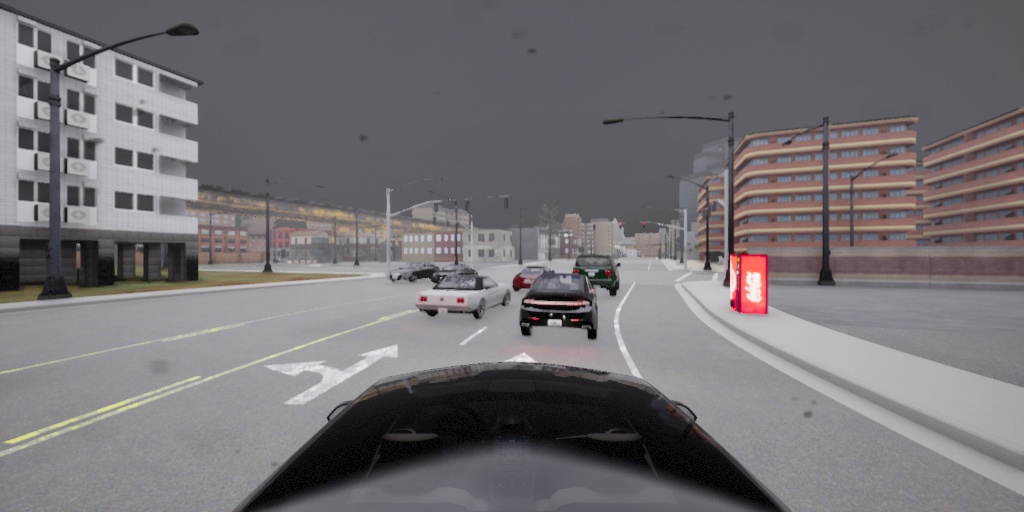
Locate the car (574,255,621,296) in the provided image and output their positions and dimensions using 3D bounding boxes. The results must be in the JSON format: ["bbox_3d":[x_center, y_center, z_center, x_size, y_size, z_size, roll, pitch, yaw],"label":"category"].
[{"bbox_3d":[4.584,0.945,19.356,2.150,2.045,5.566,0,0,19],"label":"car"}]

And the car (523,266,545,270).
[{"bbox_3d":[1.508,1.285,21.069,1.994,1.385,4.181,0,0,20],"label":"car"}]

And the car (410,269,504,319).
[{"bbox_3d":[-1.448,1.335,12.823,1.895,1.301,4.718,0,0,16],"label":"car"}]

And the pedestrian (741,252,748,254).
[{"bbox_3d":[8.062,0.779,12.480,0.375,1.860,0.375,0,0,21],"label":"pedestrian"}]

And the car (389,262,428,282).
[{"bbox_3d":[-7.367,1.221,27.632,2.128,1.511,4.902,0,0,21],"label":"car"}]

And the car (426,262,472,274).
[{"bbox_3d":[-4.107,1.325,26.358,1.994,1.385,4.181,0,0,21],"label":"car"}]

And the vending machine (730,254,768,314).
[{"bbox_3d":[7.829,0.929,11.862,1.100,2.100,0.880,0,0,20],"label":"vending machine"}]

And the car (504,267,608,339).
[{"bbox_3d":[1.450,1.229,10.118,2.128,1.511,4.902,0,0,13],"label":"car"}]
